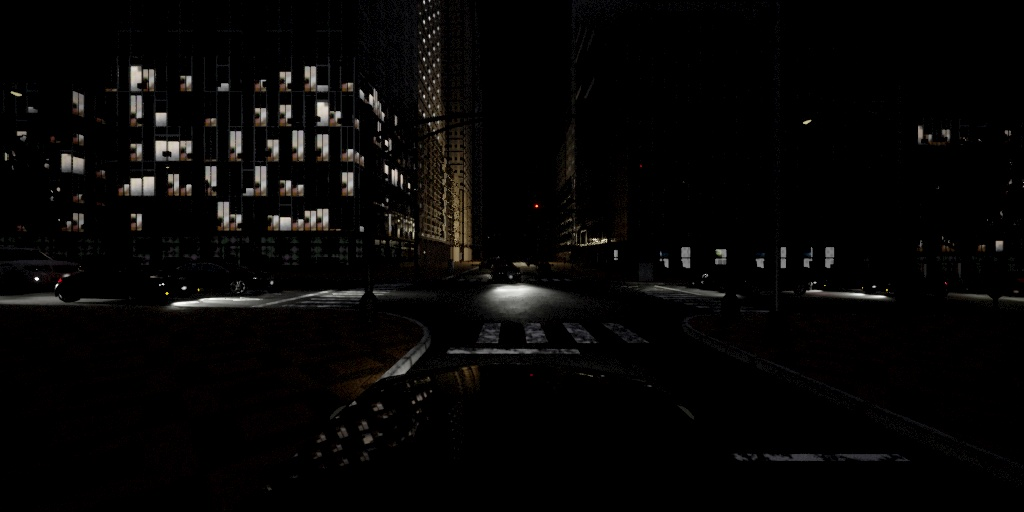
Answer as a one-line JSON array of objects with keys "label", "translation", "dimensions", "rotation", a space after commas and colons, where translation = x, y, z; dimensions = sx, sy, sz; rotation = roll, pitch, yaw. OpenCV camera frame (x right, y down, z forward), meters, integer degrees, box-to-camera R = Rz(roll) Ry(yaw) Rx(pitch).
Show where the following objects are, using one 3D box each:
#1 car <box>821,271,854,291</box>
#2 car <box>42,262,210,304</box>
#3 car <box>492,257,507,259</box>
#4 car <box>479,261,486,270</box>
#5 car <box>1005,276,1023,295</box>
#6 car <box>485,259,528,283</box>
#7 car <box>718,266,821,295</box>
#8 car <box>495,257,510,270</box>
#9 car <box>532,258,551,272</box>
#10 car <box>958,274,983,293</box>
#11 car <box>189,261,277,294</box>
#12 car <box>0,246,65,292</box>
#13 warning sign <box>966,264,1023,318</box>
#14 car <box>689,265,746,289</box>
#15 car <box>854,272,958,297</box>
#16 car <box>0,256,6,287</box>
[{"label": "car", "translation": [23.694, 1.763, 25.841], "dimensions": [4.181, 1.385, 1.994], "rotation": [1, 0, -5]}, {"label": "car", "translation": [-15.040, 1.063, 14.191], "dimensions": [4.181, 1.385, 1.994], "rotation": [1, 0, -2]}, {"label": "car", "translation": [-1.390, 1.118, 41.354], "dimensions": [2.097, 1.767, 4.553], "rotation": [0, 0, 0]}, {"label": "car", "translation": [-3.869, 1.342, 52.199], "dimensions": [1.802, 1.307, 4.207], "rotation": [0, 0, 0]}, {"label": "car", "translation": [34.493, 1.745, 23.032], "dimensions": [4.553, 1.767, 2.097], "rotation": [1, 0, -2]}, {"label": "car", "translation": [-0.543, 1.263, 28.345], "dimensions": [2.128, 1.511, 4.902], "rotation": [0, 0, -11]}, {"label": "car", "translation": [15.862, 1.564, 22.244], "dimensions": [4.892, 1.490, 1.837], "rotation": [1, 0, -4]}, {"label": "car", "translation": [-1.397, 1.111, 53.290], "dimensions": [2.097, 1.767, 4.553], "rotation": [0, 0, 0]}, {"label": "car", "translation": [4.067, 1.329, 46.681], "dimensions": [1.948, 1.339, 4.313], "rotation": [0, 0, 0]}, {"label": "car", "translation": [33.788, 1.980, 26.257], "dimensions": [4.718, 1.301, 1.895], "rotation": [1, 0, -2]}, {"label": "car", "translation": [-14.241, 1.004, 17.486], "dimensions": [4.902, 1.511, 2.128], "rotation": [1, 0, -3]}, {"label": "car", "translation": [-24.081, 0.553, 17.051], "dimensions": [5.566, 2.045, 2.150], "rotation": [1, 0, -2]}, {"label": "warning sign", "translation": [17.309, 1.204, 12.837], "dimensions": [1.060, 1.860, 1.300], "rotation": [0, 0, -2]}, {"label": "car", "translation": [15.071, 1.396, 25.452], "dimensions": [4.553, 1.767, 2.097], "rotation": [1, 0, -3]}, {"label": "car", "translation": [24.730, 1.782, 22.619], "dimensions": [4.181, 1.385, 1.994], "rotation": [1, 0, -3]}, {"label": "car", "translation": [-23.687, 0.832, 13.820], "dimensions": [4.902, 1.511, 2.128], "rotation": [1, 0, -3]}]
